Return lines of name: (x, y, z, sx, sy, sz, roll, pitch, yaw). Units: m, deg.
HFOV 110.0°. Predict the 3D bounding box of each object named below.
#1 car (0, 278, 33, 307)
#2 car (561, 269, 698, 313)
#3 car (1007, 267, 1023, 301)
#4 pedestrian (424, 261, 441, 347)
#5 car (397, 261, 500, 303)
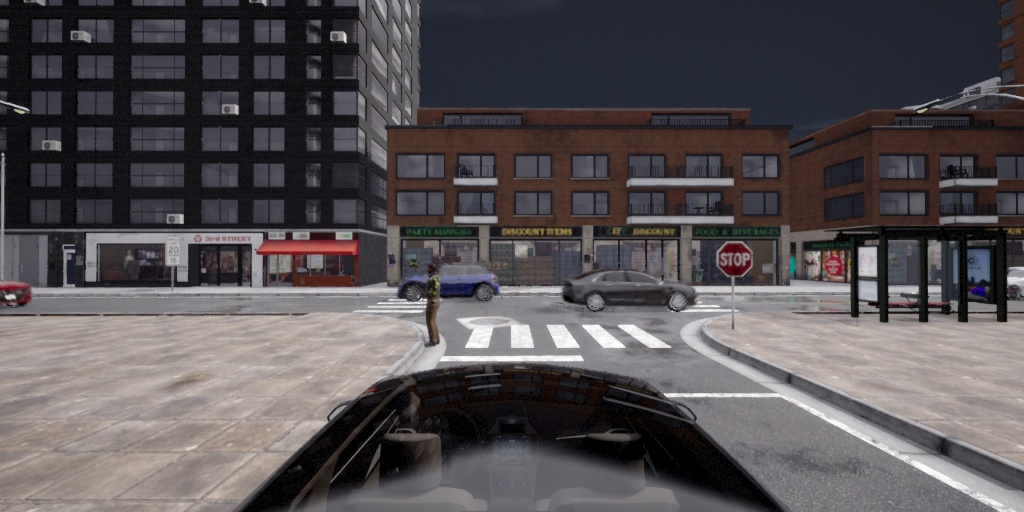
car: (-21.113, 1.249, 13.318, 5.008, 1.535, 1.882, 0, 0, 0)
car: (4.296, 1.235, 13.400, 4.892, 1.490, 1.837, 0, 0, 0)
car: (23.247, 1.238, 16.418, 4.674, 1.442, 1.812, 0, 0, 0)
pedestrian: (-1.753, 1.045, 7.937, 0.375, 1.860, 0.375, 0, 0, 0)
car: (-2.818, 1.112, 16.332, 4.553, 1.767, 2.097, 0, 0, 0)
